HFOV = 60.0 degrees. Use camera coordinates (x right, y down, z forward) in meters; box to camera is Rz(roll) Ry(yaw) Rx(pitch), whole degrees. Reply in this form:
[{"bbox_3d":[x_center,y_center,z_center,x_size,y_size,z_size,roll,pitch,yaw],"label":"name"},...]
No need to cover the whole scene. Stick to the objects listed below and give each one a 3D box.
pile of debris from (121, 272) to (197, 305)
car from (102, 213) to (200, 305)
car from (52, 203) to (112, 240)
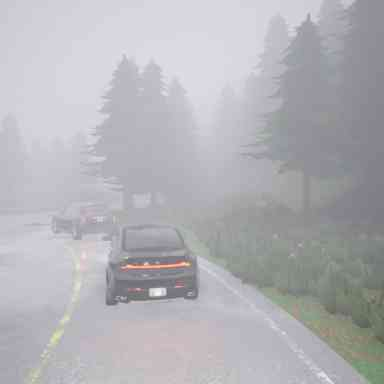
[{"bbox_3d":[-0.851,2.175,7.698,1.500,0.140,1.860,0,0,-14],"label":"pile of debris"},{"bbox_3d":[-1.108,1.504,8.188,1.837,1.490,4.892,0,0,-12],"label":"car"},{"bbox_3d":[-5.704,1.352,17.408,2.097,1.767,4.553,0,0,-39],"label":"car"}]
